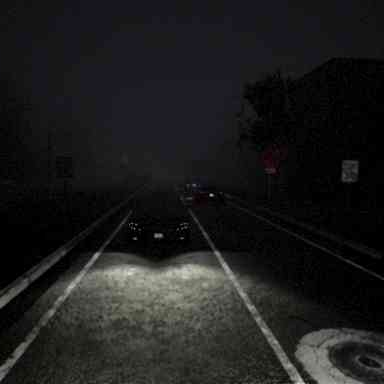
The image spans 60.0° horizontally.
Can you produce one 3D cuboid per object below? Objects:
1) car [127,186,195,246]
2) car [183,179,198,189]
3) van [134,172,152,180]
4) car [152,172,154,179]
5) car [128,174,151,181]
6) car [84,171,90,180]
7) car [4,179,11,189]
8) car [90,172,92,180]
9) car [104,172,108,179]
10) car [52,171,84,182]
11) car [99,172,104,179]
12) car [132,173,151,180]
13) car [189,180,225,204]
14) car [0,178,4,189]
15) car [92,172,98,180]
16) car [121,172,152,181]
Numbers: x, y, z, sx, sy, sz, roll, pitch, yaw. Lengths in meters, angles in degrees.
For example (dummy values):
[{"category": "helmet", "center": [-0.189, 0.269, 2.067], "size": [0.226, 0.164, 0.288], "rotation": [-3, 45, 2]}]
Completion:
[{"category": "car", "center": [-1.120, 0.755, 11.665], "size": [1.882, 1.535, 5.008], "rotation": [0, 4, -5]}, {"category": "car", "center": [0.043, -0.834, 38.246], "size": [2.033, 1.411, 5.357], "rotation": [0, 4, -4]}, {"category": "van", "center": [-12.458, -4.043, 84.155], "size": [4.442, 1.987, 1.878], "rotation": [0, 3, -5]}, {"category": "car", "center": [-11.477, -3.290, 70.194], "size": [5.566, 2.045, 2.435], "rotation": [0, 3, -5]}, {"category": "car", "center": [-11.905, -3.359, 75.787], "size": [4.892, 1.521, 2.231], "rotation": [0, 3, -5]}, {"category": "car", "center": [-24.494, -3.128, 69.166], "size": [5.008, 1.535, 2.097], "rotation": [0, 3, -5]}, {"category": "car", "center": [-21.782, -0.961, 35.290], "size": [4.674, 1.452, 2.002], "rotation": [0, 4, -5]}, {"category": "car", "center": [-24.714, -3.248, 71.942], "size": [4.674, 1.452, 2.002], "rotation": [0, 3, -5]}, {"category": "car", "center": [-25.874, -4.202, 88.582], "size": [5.366, 1.575, 1.946], "rotation": [0, 3, -5]}, {"category": "car", "center": [-24.041, -2.796, 63.626], "size": [5.008, 1.535, 2.097], "rotation": [0, 4, -5]}, {"category": "car", "center": [-25.831, -4.011, 85.797], "size": [4.674, 1.452, 2.002], "rotation": [0, 3, -5]}, {"category": "car", "center": [-12.317, -3.793, 81.363], "size": [4.553, 1.767, 2.185], "rotation": [0, 3, -5]}, {"category": "car", "center": [1.156, 0.051, 24.662], "size": [1.994, 1.385, 4.181], "rotation": [0, 4, -5]}, {"category": "car", "center": [-21.540, -0.802, 32.154], "size": [5.008, 1.535, 2.097], "rotation": [0, 4, -5]}, {"category": "car", "center": [-25.125, -3.725, 77.478], "size": [4.553, 1.767, 2.185], "rotation": [0, 3, -5]}, {"category": "car", "center": [-11.222, -2.872, 67.424], "size": [4.892, 1.521, 2.231], "rotation": [0, 3, -5]}]
